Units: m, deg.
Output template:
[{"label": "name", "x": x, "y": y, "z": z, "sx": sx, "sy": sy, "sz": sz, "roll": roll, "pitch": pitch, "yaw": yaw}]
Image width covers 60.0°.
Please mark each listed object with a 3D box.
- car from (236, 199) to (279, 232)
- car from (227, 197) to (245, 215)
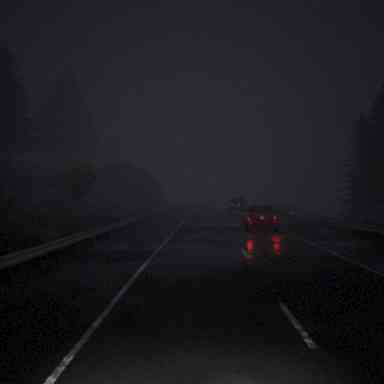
[{"label": "car", "x": 4.355, "y": 1.600, "z": 22.311, "sx": 2.097, "sy": 1.767, "sz": 4.553, "roll": 0, "pitch": -1, "yaw": 3}, {"label": "car", "x": 5.520, "y": 1.665, "z": 40.533, "sx": 2.150, "sy": 2.045, "sz": 5.566, "roll": 0, "pitch": -1, "yaw": 5}]
